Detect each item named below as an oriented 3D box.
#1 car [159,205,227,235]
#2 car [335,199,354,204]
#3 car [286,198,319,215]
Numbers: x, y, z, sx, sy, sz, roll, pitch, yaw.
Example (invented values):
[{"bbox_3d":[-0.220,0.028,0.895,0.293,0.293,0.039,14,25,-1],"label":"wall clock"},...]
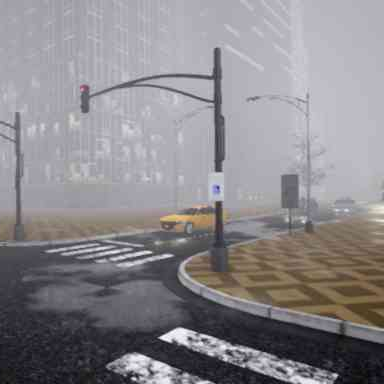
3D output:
[{"bbox_3d":[0.155,1.579,19.977,1.882,1.535,5.008,0,0,38],"label":"car"},{"bbox_3d":[21.573,1.230,46.945,1.994,1.385,4.181,0,0,38],"label":"car"},{"bbox_3d":[11.454,1.380,34.276,2.097,1.767,4.553,0,0,38],"label":"car"}]
